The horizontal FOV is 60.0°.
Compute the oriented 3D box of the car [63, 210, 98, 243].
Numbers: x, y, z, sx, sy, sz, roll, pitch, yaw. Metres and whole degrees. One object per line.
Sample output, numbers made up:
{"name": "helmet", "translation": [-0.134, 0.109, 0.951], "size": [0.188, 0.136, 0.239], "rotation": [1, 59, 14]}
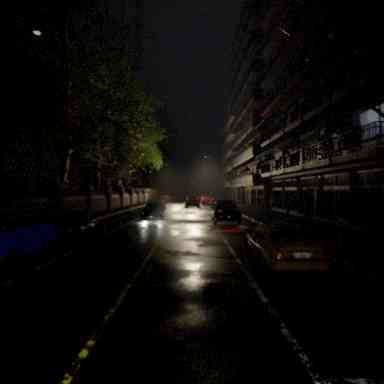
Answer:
{"name": "car", "translation": [-5.683, 1.555, 15.875], "size": [1.802, 1.307, 4.206], "rotation": [0, 0, 0]}

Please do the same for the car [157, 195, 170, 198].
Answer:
{"name": "car", "translation": [-5.661, 1.365, 60.918], "size": [1.967, 1.590, 4.097], "rotation": [0, 0, 0]}

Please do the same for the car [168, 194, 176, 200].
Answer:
{"name": "car", "translation": [-5.644, 1.440, 94.528], "size": [1.752, 1.417, 4.829], "rotation": [0, 0, 0]}

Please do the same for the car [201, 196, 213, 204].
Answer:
{"name": "car", "translation": [2.719, 1.469, 60.914], "size": [1.887, 1.381, 4.507], "rotation": [0, 0, 0]}

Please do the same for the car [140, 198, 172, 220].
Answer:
{"name": "car", "translation": [-3.087, 1.502, 27.920], "size": [2.033, 1.411, 5.357], "rotation": [0, 0, 0]}

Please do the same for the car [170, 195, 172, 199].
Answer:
{"name": "car", "translation": [-5.658, 1.363, 66.546], "size": [1.967, 1.590, 4.097], "rotation": [0, 0, 0]}

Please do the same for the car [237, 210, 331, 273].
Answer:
{"name": "car", "translation": [2.695, 1.506, 10.410], "size": [1.752, 1.417, 4.829], "rotation": [0, 0, 0]}

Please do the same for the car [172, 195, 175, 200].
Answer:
{"name": "car", "translation": [-5.652, 1.468, 77.808], "size": [2.008, 1.369, 4.403], "rotation": [0, 0, 0]}

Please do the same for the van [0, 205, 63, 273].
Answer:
{"name": "van", "translation": [-5.686, 1.323, 10.243], "size": [1.690, 1.788, 3.998], "rotation": [0, 0, 0]}

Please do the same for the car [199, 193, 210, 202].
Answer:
{"name": "car", "translation": [2.724, 1.235, 72.173], "size": [2.192, 1.841, 5.009], "rotation": [0, 0, 0]}

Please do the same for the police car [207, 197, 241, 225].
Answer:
{"name": "police car", "translation": [2.378, 1.385, 24.002], "size": [1.930, 1.638, 5.238], "rotation": [0, 0, 0]}

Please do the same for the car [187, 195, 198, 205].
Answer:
{"name": "car", "translation": [0.030, 1.403, 60.205], "size": [1.882, 1.535, 5.008], "rotation": [0, 0, 0]}

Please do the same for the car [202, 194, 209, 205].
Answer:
{"name": "car", "translation": [2.717, 1.472, 55.283], "size": [1.887, 1.381, 4.507], "rotation": [0, 0, 0]}

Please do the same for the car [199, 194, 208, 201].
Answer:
{"name": "car", "translation": [2.728, 1.357, 77.804], "size": [1.967, 1.590, 4.097], "rotation": [0, 0, 0]}

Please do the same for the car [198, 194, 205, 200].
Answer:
{"name": "car", "translation": [2.736, 1.355, 94.695], "size": [1.967, 1.590, 4.097], "rotation": [0, 0, 0]}

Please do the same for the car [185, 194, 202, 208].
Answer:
{"name": "car", "translation": [0.058, 1.412, 46.079], "size": [1.882, 1.535, 5.008], "rotation": [0, 0, 1]}
